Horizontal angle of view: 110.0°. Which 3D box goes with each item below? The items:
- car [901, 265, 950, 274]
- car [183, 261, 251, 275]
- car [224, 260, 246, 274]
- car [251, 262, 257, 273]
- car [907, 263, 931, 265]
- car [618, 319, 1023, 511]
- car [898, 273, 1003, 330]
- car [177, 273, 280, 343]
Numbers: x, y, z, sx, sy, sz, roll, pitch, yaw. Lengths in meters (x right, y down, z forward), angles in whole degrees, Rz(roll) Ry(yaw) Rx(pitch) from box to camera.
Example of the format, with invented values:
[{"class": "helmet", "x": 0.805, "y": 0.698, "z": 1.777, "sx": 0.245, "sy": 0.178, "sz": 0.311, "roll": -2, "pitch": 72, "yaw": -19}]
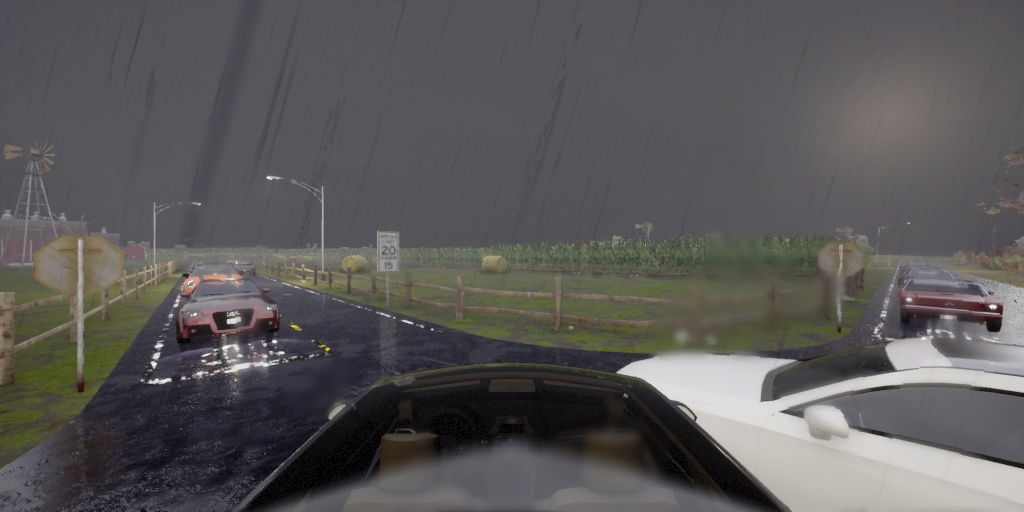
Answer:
[{"class": "car", "x": 20.691, "y": 1.351, "z": 17.821, "sx": 5.357, "sy": 1.411, "sz": 2.033, "roll": 0, "pitch": 1, "yaw": -42}, {"class": "car", "x": -13.628, "y": 1.134, "z": 16.454, "sx": 2.097, "sy": 1.767, "sz": 4.553, "roll": 0, "pitch": 0, "yaw": -41}, {"class": "car", "x": -33.468, "y": 1.286, "z": 43.250, "sx": 1.837, "sy": 1.490, "sz": 4.892, "roll": 0, "pitch": 0, "yaw": -41}, {"class": "car", "x": -26.788, "y": 1.268, "z": 35.755, "sx": 2.128, "sy": 1.511, "sz": 4.902, "roll": 0, "pitch": 0, "yaw": -41}, {"class": "car", "x": 27.480, "y": 1.384, "z": 24.039, "sx": 4.181, "sy": 1.385, "sz": 1.994, "roll": 0, "pitch": 1, "yaw": -43}, {"class": "car", "x": 2.850, "y": 1.293, "z": 2.293, "sx": 1.812, "sy": 1.442, "sz": 4.674, "roll": 0, "pitch": 1, "yaw": -44}, {"class": "car", "x": 13.578, "y": 1.391, "z": 11.297, "sx": 4.718, "sy": 1.301, "sz": 1.895, "roll": 0, "pitch": 1, "yaw": -43}, {"class": "car", "x": -7.888, "y": 1.351, "z": 9.939, "sx": 1.994, "sy": 1.385, "sz": 4.181, "roll": 0, "pitch": 0, "yaw": -42}]
